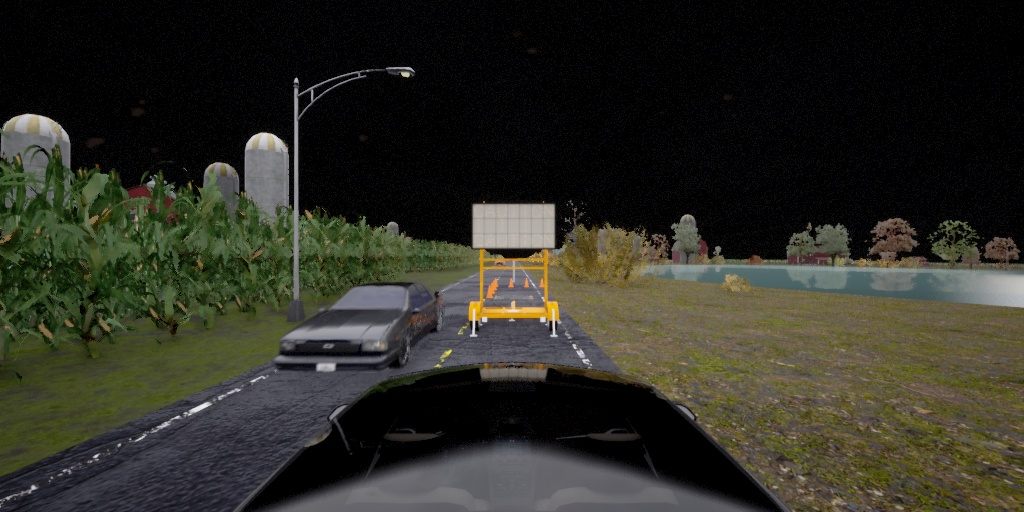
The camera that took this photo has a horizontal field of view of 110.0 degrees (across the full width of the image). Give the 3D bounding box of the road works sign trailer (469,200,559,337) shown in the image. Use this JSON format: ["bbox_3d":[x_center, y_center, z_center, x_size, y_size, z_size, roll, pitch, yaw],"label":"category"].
[{"bbox_3d":[0.051,0.217,10.295,2.380,3.560,2.880,0,0,0],"label":"road works sign trailer"}]

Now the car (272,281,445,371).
[{"bbox_3d":[-2.810,1.299,8.096,2.033,1.411,5.357,0,0,0],"label":"car"}]
